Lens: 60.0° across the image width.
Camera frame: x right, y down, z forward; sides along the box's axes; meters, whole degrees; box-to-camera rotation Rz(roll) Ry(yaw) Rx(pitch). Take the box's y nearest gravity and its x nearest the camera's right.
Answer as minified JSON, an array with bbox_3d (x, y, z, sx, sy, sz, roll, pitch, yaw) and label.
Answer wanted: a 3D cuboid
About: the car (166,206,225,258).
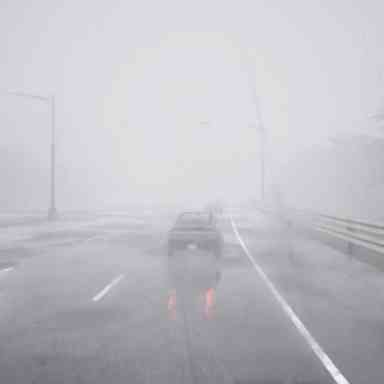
[{"bbox_3d":[0.210,1.500,12.816,2.128,1.511,4.902,0,0,5],"label":"car"}]

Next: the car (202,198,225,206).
[{"bbox_3d":[2.220,1.626,34.522,1.895,1.301,4.718,0,0,6],"label":"car"}]

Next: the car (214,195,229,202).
[{"bbox_3d":[4.773,1.624,57.052,2.033,1.411,5.357,0,0,7],"label":"car"}]

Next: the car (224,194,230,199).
[{"bbox_3d":[8.107,1.823,84.749,1.895,1.301,4.718,0,0,7],"label":"car"}]
